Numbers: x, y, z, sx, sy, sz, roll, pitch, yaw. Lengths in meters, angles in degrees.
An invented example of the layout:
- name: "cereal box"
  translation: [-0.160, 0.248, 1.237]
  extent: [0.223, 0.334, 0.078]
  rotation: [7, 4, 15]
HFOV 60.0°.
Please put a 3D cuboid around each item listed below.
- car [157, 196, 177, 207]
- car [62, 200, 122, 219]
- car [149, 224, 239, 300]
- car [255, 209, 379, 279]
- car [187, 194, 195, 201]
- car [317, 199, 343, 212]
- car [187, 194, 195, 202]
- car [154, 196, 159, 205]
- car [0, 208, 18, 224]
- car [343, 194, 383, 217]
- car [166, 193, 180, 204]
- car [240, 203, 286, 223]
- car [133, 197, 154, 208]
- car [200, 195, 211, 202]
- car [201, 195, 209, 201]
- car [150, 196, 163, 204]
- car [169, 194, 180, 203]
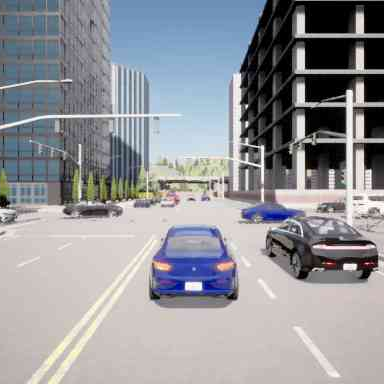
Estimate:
- name: "car"
  translation: [-3.694, 1.601, 50.311]
  extent: [1.895, 1.301, 4.718]
  rotation: [0, 0, 0]
- name: "car"
  translation: [-8.459, 1.465, 28.389]
  extent: [4.902, 1.511, 2.128]
  rotation: [0, 0, -19]
- name: "car"
  translation: [0.044, 1.526, 8.273]
  extent: [1.812, 1.442, 4.674]
  rotation: [0, 0, 0]
- name: "car"
  translation: [3.560, 1.492, 9.996]
  extent: [2.128, 1.511, 4.902]
  rotation: [0, 0, -1]
- name: "car"
  translation: [-0.169, 1.339, 86.913]
  extent: [2.097, 1.767, 4.553]
  rotation: [0, 0, 0]
- name: "car"
  translation: [15.516, 1.436, 34.589]
  extent: [4.902, 1.511, 2.128]
  rotation: [0, 0, 0]
- name: "car"
  translation: [-0.152, 1.593, 78.210]
  extent: [1.895, 1.301, 4.718]
  rotation: [0, 0, 0]
- name: "car"
  translation: [-7.197, 1.601, 56.943]
  extent: [1.895, 1.301, 4.718]
  rotation: [0, 0, 0]
- name: "car"
  translation: [-14.785, 1.472, 23.445]
  extent: [4.674, 1.442, 1.812]
  rotation: [0, 0, -1]
- name: "car"
  translation: [15.939, 1.166, 27.374]
  extent: [5.566, 2.045, 2.150]
  rotation: [0, 0, 0]
- name: "car"
  translation: [-3.692, 1.221, 60.085]
  extent: [2.150, 2.045, 5.566]
  rotation: [0, 0, 0]
- name: "car"
  translation: [5.774, 1.493, 23.781]
  extent: [4.674, 1.442, 1.812]
  rotation: [0, 0, -1]
- name: "car"
  translation: [-7.189, 1.564, 48.183]
  extent: [1.994, 1.385, 4.181]
  rotation: [0, 0, 0]
- name: "car"
  translation: [3.349, 1.522, 77.874]
  extent: [1.812, 1.442, 4.674]
  rotation: [0, 0, 0]
- name: "car"
  translation: [3.331, 1.483, 86.949]
  extent: [1.837, 1.490, 4.892]
  rotation: [0, 0, 0]
- name: "car"
  translation: [-7.150, 1.547, 67.572]
  extent: [2.033, 1.411, 5.357]
  rotation: [0, 0, 0]
- name: "car"
  translation: [-3.636, 1.355, 70.075]
  extent: [2.097, 1.767, 4.553]
  rotation: [0, 0, 0]
